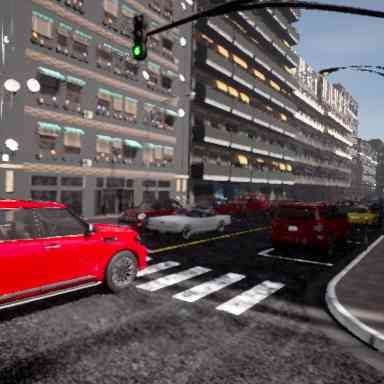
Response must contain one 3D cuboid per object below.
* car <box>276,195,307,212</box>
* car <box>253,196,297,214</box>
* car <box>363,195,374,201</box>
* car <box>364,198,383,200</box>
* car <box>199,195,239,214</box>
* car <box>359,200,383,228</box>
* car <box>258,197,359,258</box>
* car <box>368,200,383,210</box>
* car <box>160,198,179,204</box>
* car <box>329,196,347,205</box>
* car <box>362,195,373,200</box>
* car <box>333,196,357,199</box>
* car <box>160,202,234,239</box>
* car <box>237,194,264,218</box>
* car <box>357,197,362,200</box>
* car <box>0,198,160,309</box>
[{"bbox_3d":[10.842,1.199,35.956,1.967,1.590,4.097,2,1,36],"label":"car"},{"bbox_3d":[6.936,1.303,26.048,1.882,1.535,5.008,2,1,36],"label":"car"},{"bbox_3d":[43.099,1.510,81.039,1.802,1.307,4.206,2,1,36],"label":"car"},{"bbox_3d":[17.654,1.570,31.087,1.887,1.381,4.507,2,1,36],"label":"car"},{"bbox_3d":[1.162,1.174,22.431,1.967,1.590,4.097,2,1,36],"label":"car"},{"bbox_3d":[11.298,1.533,22.206,1.752,1.417,4.829,2,1,36],"label":"car"},{"bbox_3d":[4.748,1.307,13.044,2.192,1.841,5.009,2,1,36],"label":"car"},{"bbox_3d":[14.426,1.582,26.577,1.947,1.339,4.313,2,1,36],"label":"car"},{"bbox_3d":[-2.065,1.166,17.923,1.967,1.590,4.097,2,1,36],"label":"car"},{"bbox_3d":[23.743,1.359,53.989,1.887,1.381,4.507,2,1,36],"label":"car"},{"bbox_3d":[39.875,1.472,76.532,1.947,1.339,4.313,2,1,36],"label":"car"},{"bbox_3d":[20.275,1.436,44.532,1.994,1.385,4.181,2,1,36],"label":"car"},{"bbox_3d":[-0.040,1.409,16.318,1.895,1.301,4.718,2,1,36],"label":"car"},{"bbox_3d":[4.392,1.057,26.938,2.192,1.841,5.009,2,1,36],"label":"car"},{"bbox_3d":[30.196,1.393,63.007,1.887,1.381,4.507,2,1,36],"label":"car"},{"bbox_3d":[-3.344,1.135,6.349,2.150,2.045,5.566,2,1,36],"label":"car"}]
